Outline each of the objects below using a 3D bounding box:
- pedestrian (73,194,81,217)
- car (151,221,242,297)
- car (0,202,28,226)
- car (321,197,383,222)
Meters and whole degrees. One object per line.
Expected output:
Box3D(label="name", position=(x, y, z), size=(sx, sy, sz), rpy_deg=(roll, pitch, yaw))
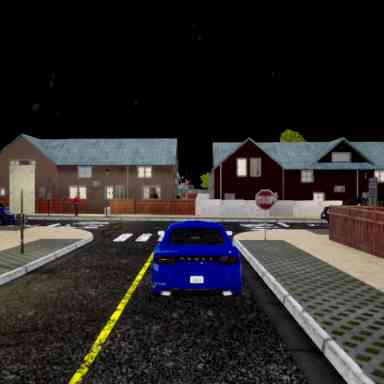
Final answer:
Box3D(label="pedestrian", position=(-9.398, 1.053, 27.014), size=(0.375, 1.860, 0.375), rpy_deg=(0, 0, 1))
Box3D(label="car", position=(0.086, 1.477, 8.664), size=(1.882, 1.535, 5.008), rpy_deg=(0, 0, 0))
Box3D(label="car", position=(-12.957, 1.236, 21.147), size=(4.553, 1.767, 2.097), rpy_deg=(1, 0, 3))
Box3D(label="car", position=(12.146, 1.350, 23.633), size=(5.566, 2.045, 2.150), rpy_deg=(1, 0, 1))
